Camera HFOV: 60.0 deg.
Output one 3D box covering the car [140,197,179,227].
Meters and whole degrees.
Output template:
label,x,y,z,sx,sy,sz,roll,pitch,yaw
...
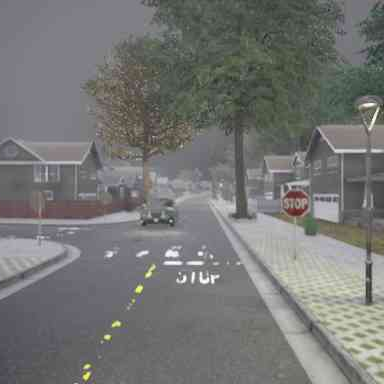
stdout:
label,x,y,z,sx,sy,sz,roll,pitch,yaw
car,-2.140,1.371,23.348,2.150,2.045,5.566,0,0,2
